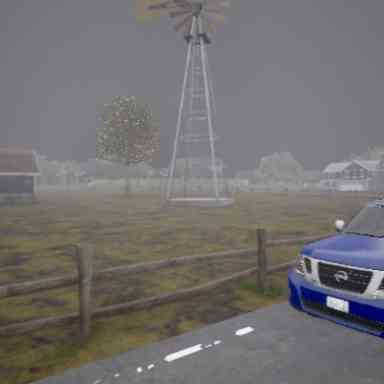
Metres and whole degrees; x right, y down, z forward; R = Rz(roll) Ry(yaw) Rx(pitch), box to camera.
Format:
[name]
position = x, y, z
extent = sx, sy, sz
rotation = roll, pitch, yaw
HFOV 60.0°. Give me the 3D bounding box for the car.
[car]
position = 4.190, 1.102, 6.052
extent = 5.566, 2.045, 2.150
rotation = -1, 1, -35
